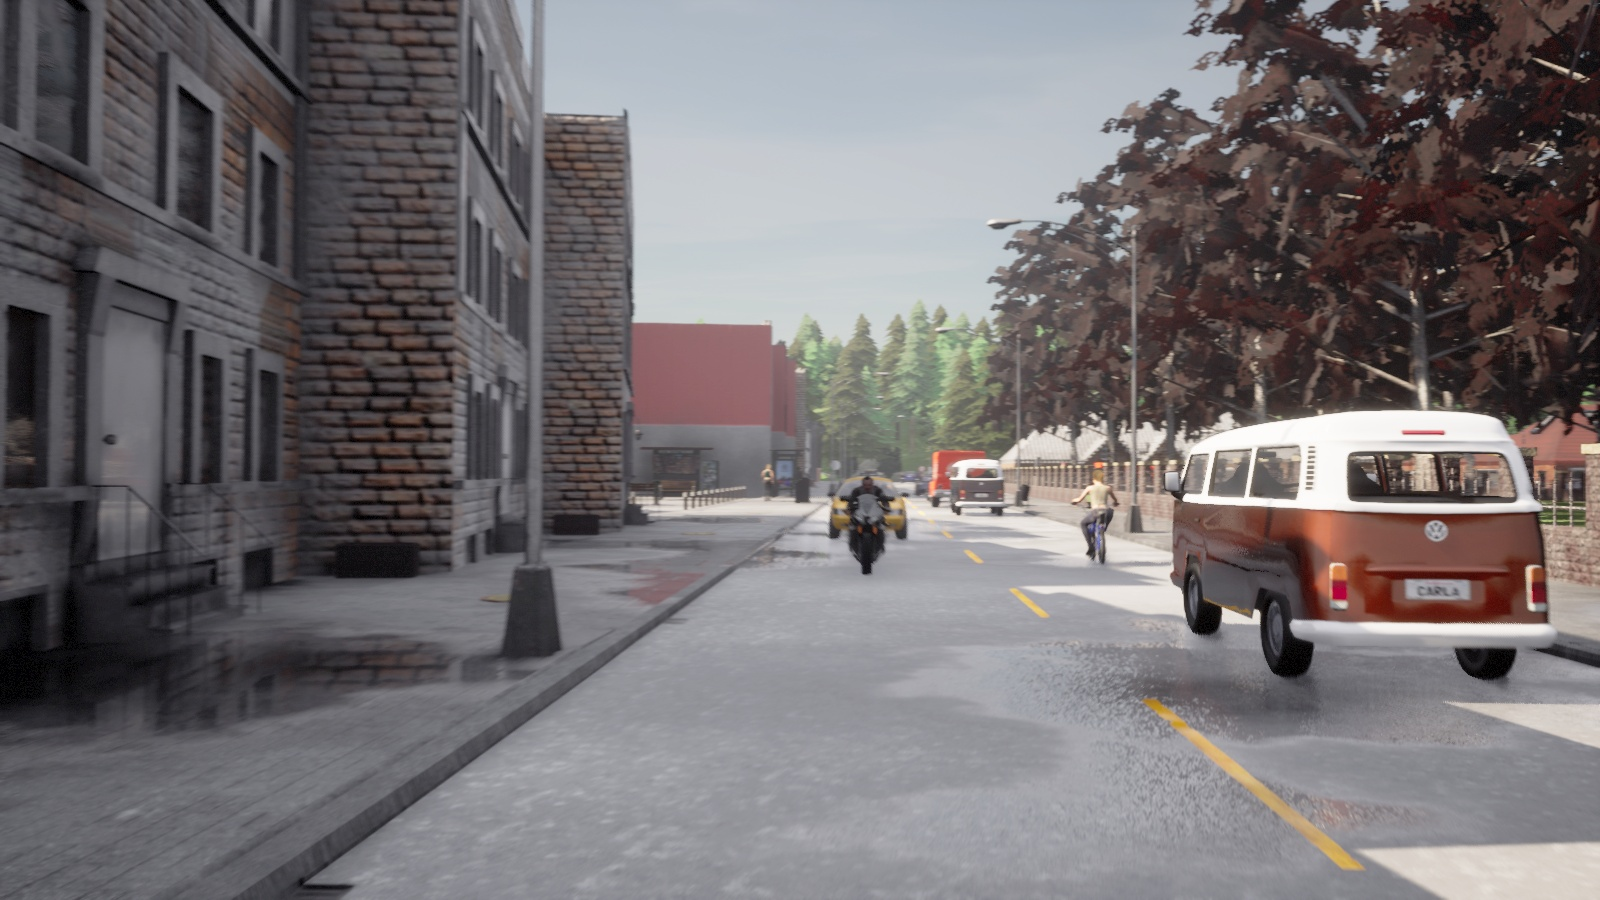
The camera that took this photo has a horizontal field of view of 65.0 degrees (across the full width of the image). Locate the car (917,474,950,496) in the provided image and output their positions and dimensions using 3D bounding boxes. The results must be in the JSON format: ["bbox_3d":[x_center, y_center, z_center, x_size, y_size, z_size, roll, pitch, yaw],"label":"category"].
[{"bbox_3d":[8.816,2.287,83.240,1.994,1.385,4.181,0,-1,4],"label":"car"}]

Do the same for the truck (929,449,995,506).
[{"bbox_3d":[7.284,1.277,57.144,2.627,2.467,5.204,0,-2,4],"label":"truck"}]

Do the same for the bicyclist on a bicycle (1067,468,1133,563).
[{"bbox_3d":[5.232,1.116,21.969,0.866,1.612,1.509,0,-1,4],"label":"bicyclist on a bicycle"}]

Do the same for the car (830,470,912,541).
[{"bbox_3d":[1.727,1.273,30.553,1.801,1.575,5.366,0,-1,3],"label":"car"}]

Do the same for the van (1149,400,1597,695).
[{"bbox_3d":[4.600,0.716,10.984,2.069,2.038,4.480,0,-1,3],"label":"van"}]

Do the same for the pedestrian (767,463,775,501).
[{"bbox_3d":[-1.433,1.577,61.219,0.345,1.836,0.594,0,-1,3],"label":"pedestrian"}]

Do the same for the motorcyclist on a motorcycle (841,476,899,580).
[{"bbox_3d":[1.107,1.187,19.832,0.866,1.530,2.191,0,-1,3],"label":"motorcyclist on a motorcycle"}]

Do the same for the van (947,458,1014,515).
[{"bbox_3d":[6.680,1.329,46.859,2.069,2.038,4.480,0,-1,3],"label":"van"}]
